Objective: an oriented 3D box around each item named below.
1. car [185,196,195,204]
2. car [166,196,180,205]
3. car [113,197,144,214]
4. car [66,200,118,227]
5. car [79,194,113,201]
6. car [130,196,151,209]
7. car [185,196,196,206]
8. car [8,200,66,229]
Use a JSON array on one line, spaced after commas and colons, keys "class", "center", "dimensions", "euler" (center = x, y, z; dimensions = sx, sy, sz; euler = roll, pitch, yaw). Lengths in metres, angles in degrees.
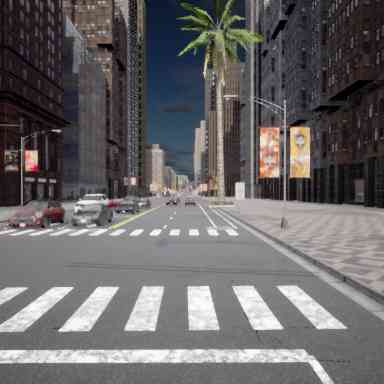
[{"class": "car", "center": [-0.366, 1.538, 66.534], "dimensions": [1.882, 1.535, 5.008], "euler": [0, 0, 0]}, {"class": "car", "center": [-3.466, 1.642, 57.765], "dimensions": [1.895, 1.301, 4.718], "euler": [0, 0, -1]}, {"class": "car", "center": [-6.793, 1.558, 35.662], "dimensions": [2.033, 1.411, 5.357], "euler": [0, 0, 0]}, {"class": "car", "center": [-6.722, 1.530, 22.877], "dimensions": [1.812, 1.442, 4.674], "euler": [0, 0, 0]}, {"class": "car", "center": [-10.033, 1.232, 33.903], "dimensions": [2.150, 2.045, 5.566], "euler": [0, 0, 0]}, {"class": "car", "center": [-6.841, 1.513, 46.135], "dimensions": [2.128, 1.511, 4.902], "euler": [0, 0, 0]}, {"class": "car", "center": [-0.308, 1.585, 56.112], "dimensions": [2.033, 1.411, 5.357], "euler": [0, 0, 0]}, {"class": "car", "center": [-9.966, 1.355, 21.770], "dimensions": [2.097, 1.767, 4.553], "euler": [0, 0, 0]}]
